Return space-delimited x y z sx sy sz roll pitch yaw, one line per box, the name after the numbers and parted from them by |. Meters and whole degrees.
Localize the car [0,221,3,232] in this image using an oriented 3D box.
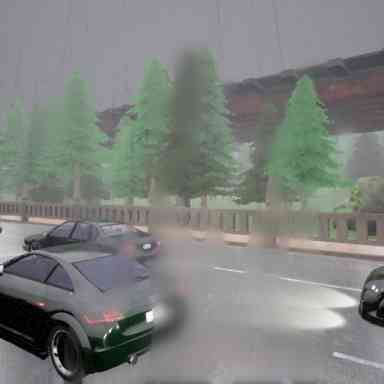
-11.419 1.547 16.466 5.357 1.411 2.033 0 0 36 | car

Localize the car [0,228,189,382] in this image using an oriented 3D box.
-2.113 1.564 5.511 4.181 1.385 1.994 0 0 35 | car

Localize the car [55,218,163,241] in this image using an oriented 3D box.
-3.273 1.547 10.648 5.357 1.411 2.033 0 0 36 | car

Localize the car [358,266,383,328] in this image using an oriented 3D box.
4.793 1.564 4.869 4.181 1.385 1.994 0 0 36 | car
